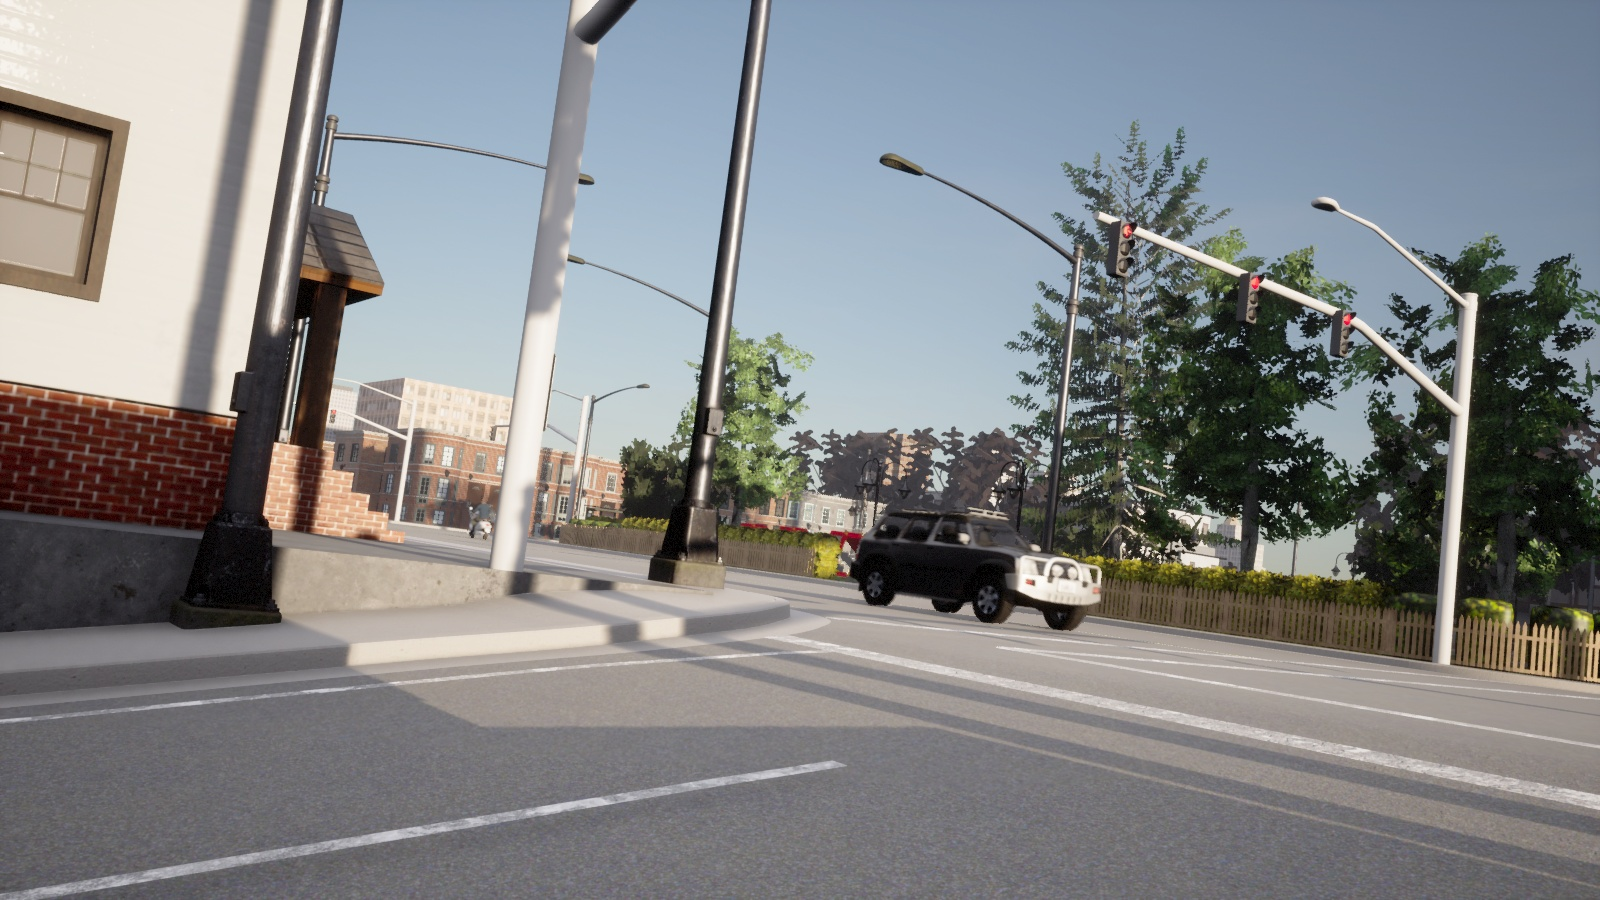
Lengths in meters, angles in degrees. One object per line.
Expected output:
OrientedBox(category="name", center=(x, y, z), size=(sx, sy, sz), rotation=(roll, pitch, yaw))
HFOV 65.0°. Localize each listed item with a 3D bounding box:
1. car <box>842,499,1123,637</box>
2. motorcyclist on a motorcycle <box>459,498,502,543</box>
OrientedBox(category="car", center=(2.985, 1.949, 21.510), size=(1.932, 1.855, 4.605), rotation=(10, -6, -35))
OrientedBox(category="motorcyclist on a motorcycle", center=(-12.561, 2.768, 49.331), size=(0.866, 1.590, 1.817), rotation=(10, -6, -35))
